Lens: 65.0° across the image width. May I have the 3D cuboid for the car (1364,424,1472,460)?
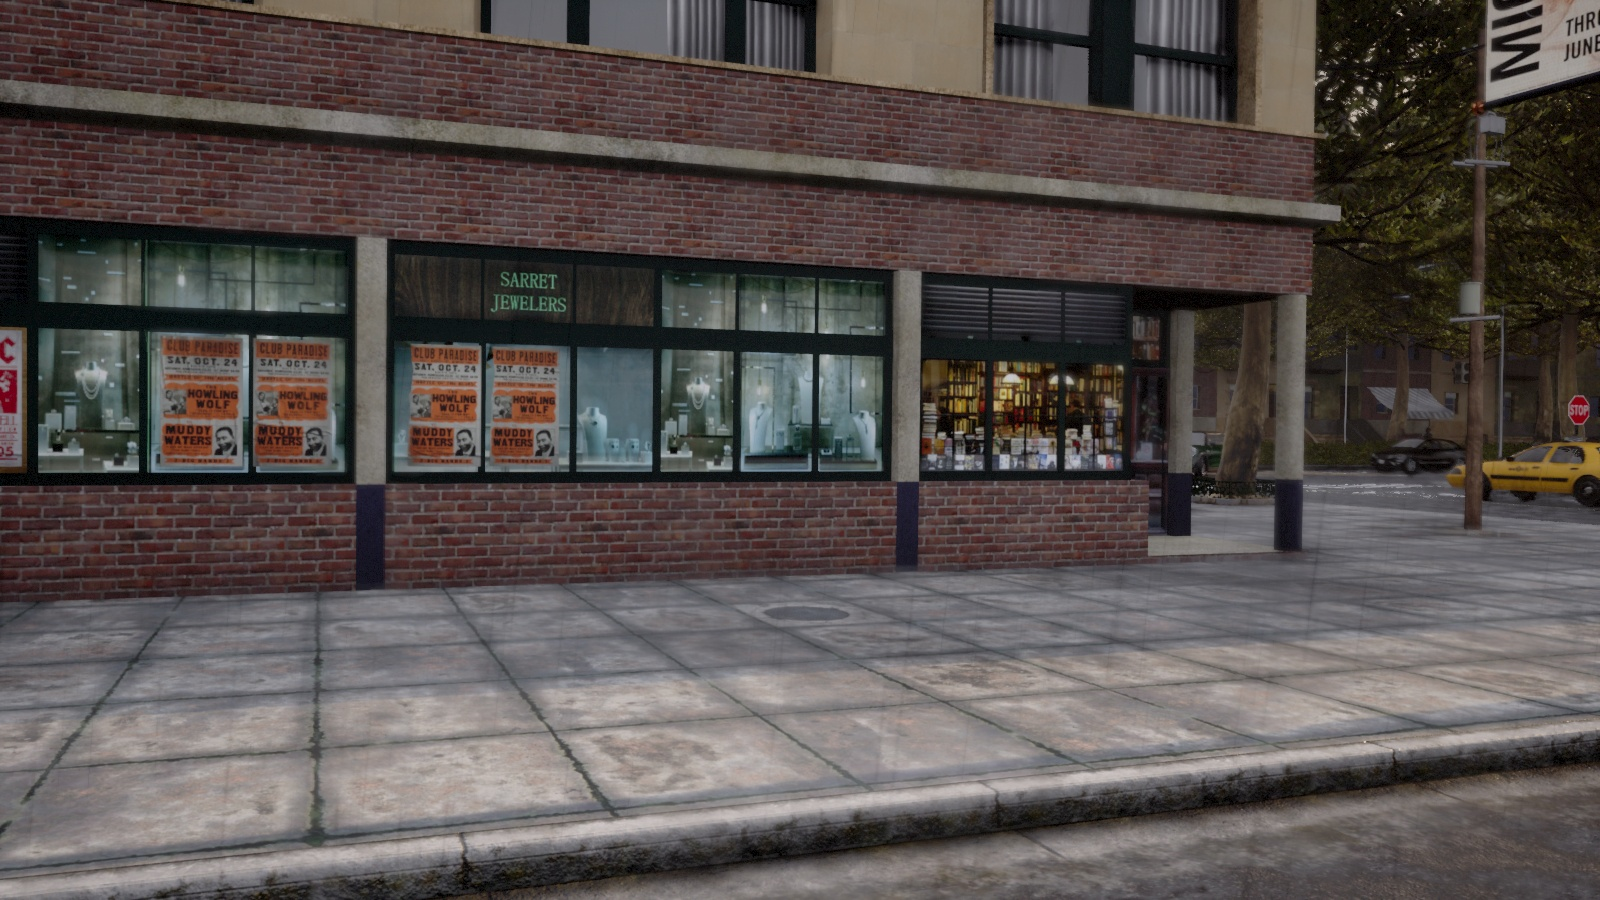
[{"bbox_3d":[26.575,-0.354,54.012,4.193,1.474,1.816,-1,1,-21],"label":"car"}]

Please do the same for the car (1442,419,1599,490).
[{"bbox_3d":[17.967,0.064,29.436,1.801,1.575,5.366,-1,1,-21],"label":"car"}]

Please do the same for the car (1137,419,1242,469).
[{"bbox_3d":[14.450,-0.255,46.458,2.097,1.767,4.553,0,1,40],"label":"car"}]
